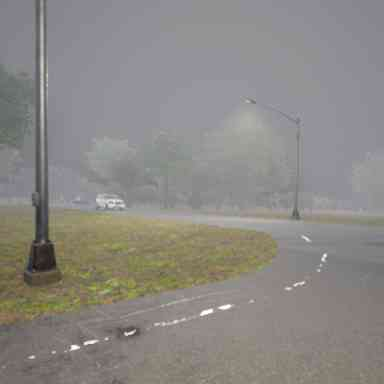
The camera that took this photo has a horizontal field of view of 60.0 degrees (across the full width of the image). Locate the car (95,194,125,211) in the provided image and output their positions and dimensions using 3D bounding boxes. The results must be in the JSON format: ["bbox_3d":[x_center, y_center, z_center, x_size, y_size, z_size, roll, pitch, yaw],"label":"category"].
[{"bbox_3d":[-10.288,1.301,41.492,2.150,2.045,5.566,4,-3,-35],"label":"car"}]

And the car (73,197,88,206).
[{"bbox_3d":[-25.060,2.070,74.897,2.150,2.045,5.566,4,-3,-35],"label":"car"}]
